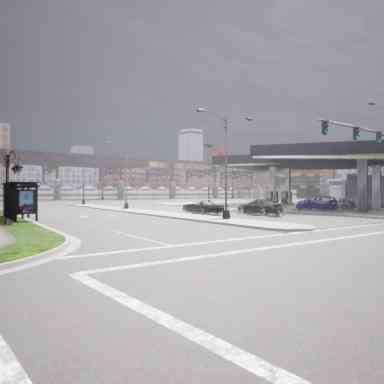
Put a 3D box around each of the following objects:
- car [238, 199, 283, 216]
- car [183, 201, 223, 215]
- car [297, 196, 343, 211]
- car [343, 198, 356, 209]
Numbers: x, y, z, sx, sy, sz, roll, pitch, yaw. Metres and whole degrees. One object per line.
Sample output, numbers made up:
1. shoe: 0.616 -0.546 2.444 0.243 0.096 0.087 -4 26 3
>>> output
1. car: 6.611 1.501 32.554 1.837 1.490 4.892 0 0 -35
2. car: 1.004 1.598 34.470 1.895 1.301 4.718 0 0 -35
3. car: 14.306 1.290 38.319 2.242 1.667 4.611 0 0 -35
4. car: 18.580 1.450 42.233 1.970 1.475 3.806 0 0 -35
